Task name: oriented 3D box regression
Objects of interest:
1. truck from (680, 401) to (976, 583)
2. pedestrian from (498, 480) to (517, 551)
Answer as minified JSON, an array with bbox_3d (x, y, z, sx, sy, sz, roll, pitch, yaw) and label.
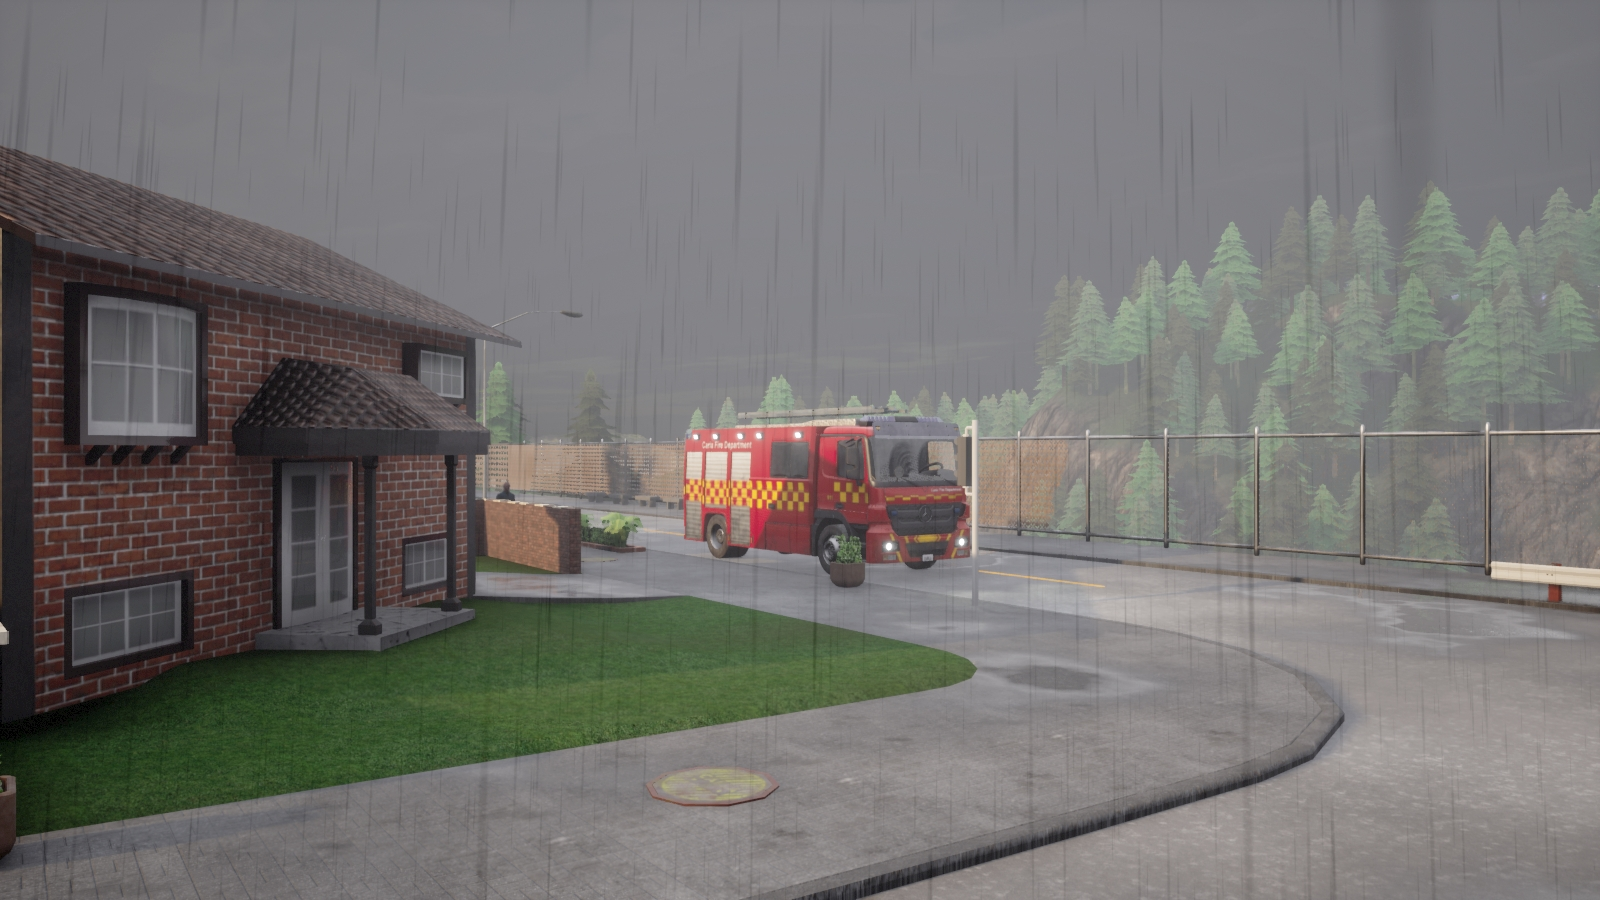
[{"bbox_3d":[0.353,0.890,28.322,2.891,3.827,8.468,0,0,-35],"label":"truck"},{"bbox_3d":[-7.791,1.745,30.397,0.375,1.860,0.375,0,0,-35],"label":"pedestrian"}]
